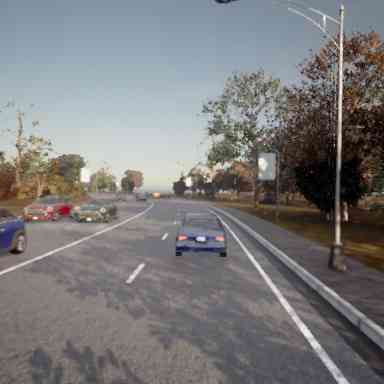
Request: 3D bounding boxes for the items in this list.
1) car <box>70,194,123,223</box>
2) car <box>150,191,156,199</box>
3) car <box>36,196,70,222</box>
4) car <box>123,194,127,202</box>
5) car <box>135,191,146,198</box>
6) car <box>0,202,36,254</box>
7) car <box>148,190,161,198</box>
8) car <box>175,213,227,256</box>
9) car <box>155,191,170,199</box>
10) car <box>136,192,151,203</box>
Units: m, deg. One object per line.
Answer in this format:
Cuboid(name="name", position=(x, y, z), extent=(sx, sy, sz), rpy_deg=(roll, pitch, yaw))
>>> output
Cuboid(name="car", position=(-6.579, 1.169, 23.500), extent=(2.097, 1.767, 4.553), rpy_deg=(1, 0, 0))
Cuboid(name="car", position=(-10.290, 0.840, 79.023), extent=(1.837, 1.490, 4.892), rpy_deg=(1, 0, -18))
Cuboid(name="car", position=(-10.074, 1.102, 23.712), extent=(2.097, 1.767, 4.553), rpy_deg=(1, 0, 1))
Cuboid(name="car", position=(-12.281, 1.071, 57.865), extent=(2.033, 1.411, 5.357), rpy_deg=(1, 0, -10))
Cuboid(name="car", position=(-13.719, 0.620, 88.662), extent=(1.882, 1.535, 5.008), rpy_deg=(1, 0, -22))
Cuboid(name="car", position=(-6.862, 1.211, 9.763), extent=(2.097, 1.767, 4.553), rpy_deg=(1, 0, 2))
Cuboid(name="car", position=(-10.019, 0.523, 88.831), extent=(2.097, 1.767, 4.553), rpy_deg=(1, 0, -22))
Cuboid(name="car", position=(0.351, 1.535, 13.082), extent=(2.033, 1.411, 5.357), rpy_deg=(1, 0, 1))
Cuboid(name="car", position=(-6.642, 0.919, 79.095), extent=(1.837, 1.490, 4.892), rpy_deg=(1, 0, -18))
Cuboid(name="car", position=(-8.833, 1.136, 58.463), extent=(2.033, 1.411, 5.357), rpy_deg=(1, 0, -10))
